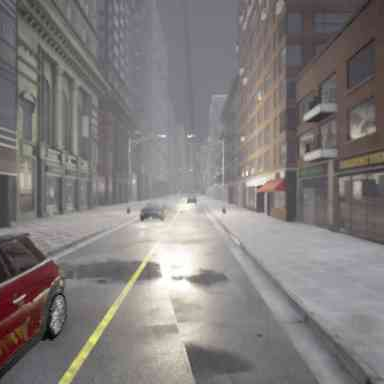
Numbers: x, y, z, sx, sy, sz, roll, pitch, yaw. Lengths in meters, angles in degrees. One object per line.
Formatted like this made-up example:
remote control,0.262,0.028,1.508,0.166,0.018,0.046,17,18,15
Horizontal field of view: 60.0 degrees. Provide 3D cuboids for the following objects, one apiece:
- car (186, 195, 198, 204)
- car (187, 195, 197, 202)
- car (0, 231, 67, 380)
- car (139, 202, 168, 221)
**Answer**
car,-0.006,1.508,61.818,1.837,1.490,4.892,0,0,0
car,-0.006,1.432,72.241,2.033,1.411,5.357,0,0,0
car,-3.079,1.351,3.486,2.097,1.767,4.553,0,0,0
car,-3.007,1.538,27.119,2.033,1.411,5.357,0,0,0
